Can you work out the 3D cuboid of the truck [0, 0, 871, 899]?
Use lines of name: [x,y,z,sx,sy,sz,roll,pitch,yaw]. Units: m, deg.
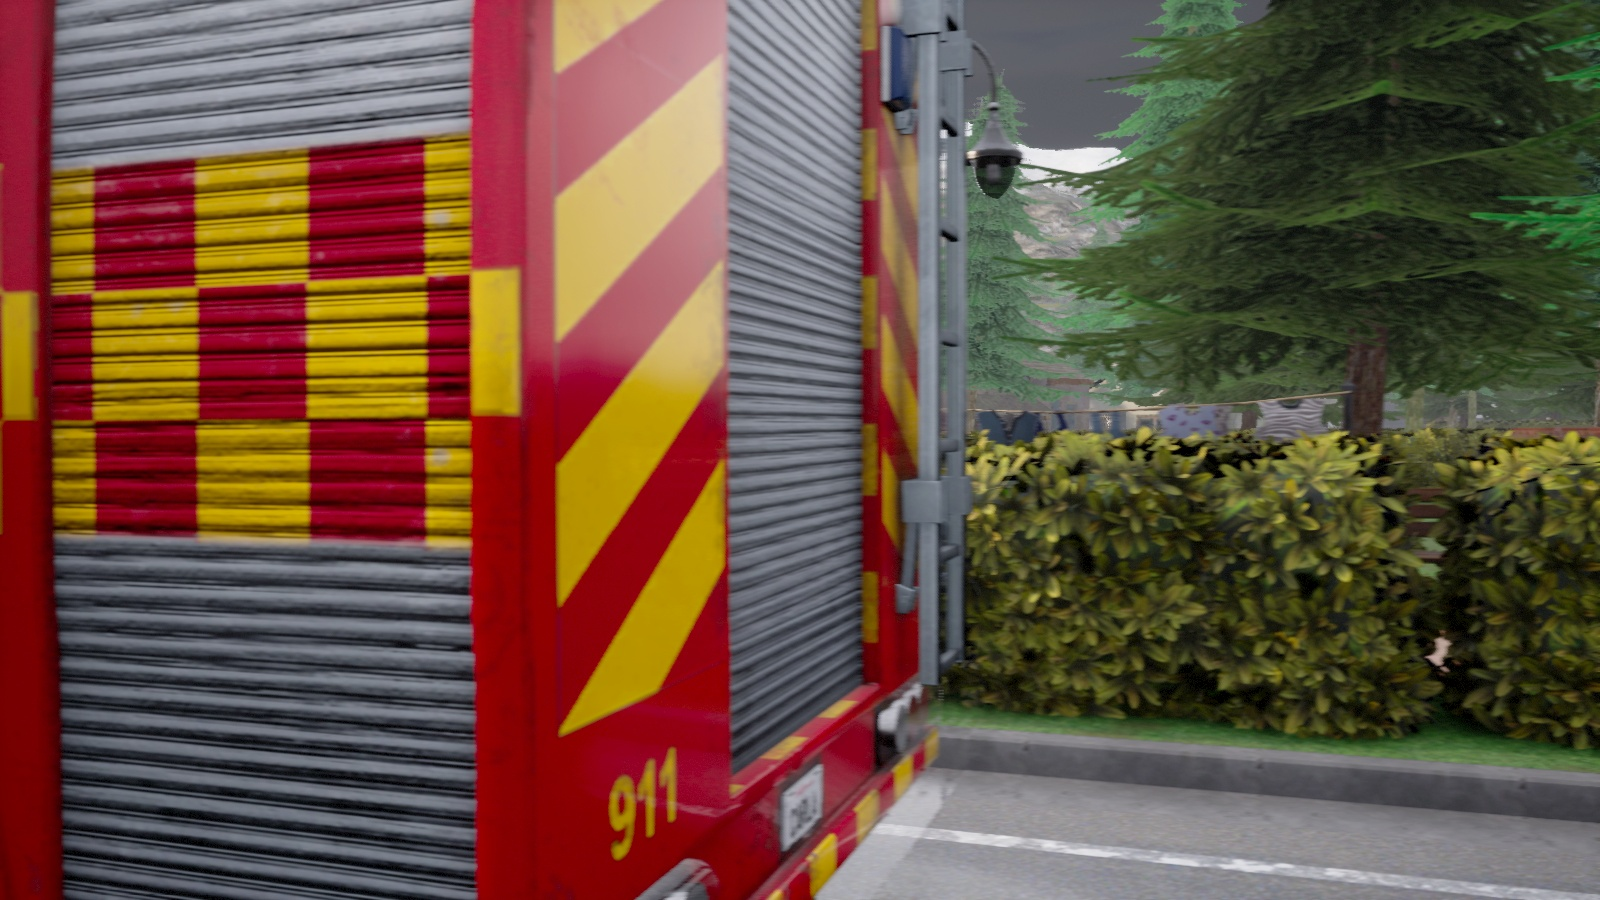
truck: [-4.220,-0.428,4.596,8.468,3.827,2.891,1,1,19]
